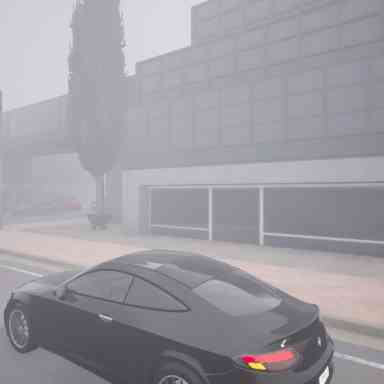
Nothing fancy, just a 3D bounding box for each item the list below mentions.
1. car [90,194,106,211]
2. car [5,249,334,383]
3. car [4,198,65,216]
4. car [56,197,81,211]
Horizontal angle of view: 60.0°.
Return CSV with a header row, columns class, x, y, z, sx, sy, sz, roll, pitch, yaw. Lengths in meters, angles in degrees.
class,x,y,z,sx,sy,sz,roll,pitch,yaw
car,-9.909,1.221,41.072,2.150,2.045,5.566,0,0,35
car,-0.638,1.526,4.441,4.674,1.442,1.812,0,0,36
car,-15.614,1.601,33.140,1.895,1.301,4.718,0,0,36
car,-15.476,1.352,39.325,2.097,1.767,4.553,0,0,36
